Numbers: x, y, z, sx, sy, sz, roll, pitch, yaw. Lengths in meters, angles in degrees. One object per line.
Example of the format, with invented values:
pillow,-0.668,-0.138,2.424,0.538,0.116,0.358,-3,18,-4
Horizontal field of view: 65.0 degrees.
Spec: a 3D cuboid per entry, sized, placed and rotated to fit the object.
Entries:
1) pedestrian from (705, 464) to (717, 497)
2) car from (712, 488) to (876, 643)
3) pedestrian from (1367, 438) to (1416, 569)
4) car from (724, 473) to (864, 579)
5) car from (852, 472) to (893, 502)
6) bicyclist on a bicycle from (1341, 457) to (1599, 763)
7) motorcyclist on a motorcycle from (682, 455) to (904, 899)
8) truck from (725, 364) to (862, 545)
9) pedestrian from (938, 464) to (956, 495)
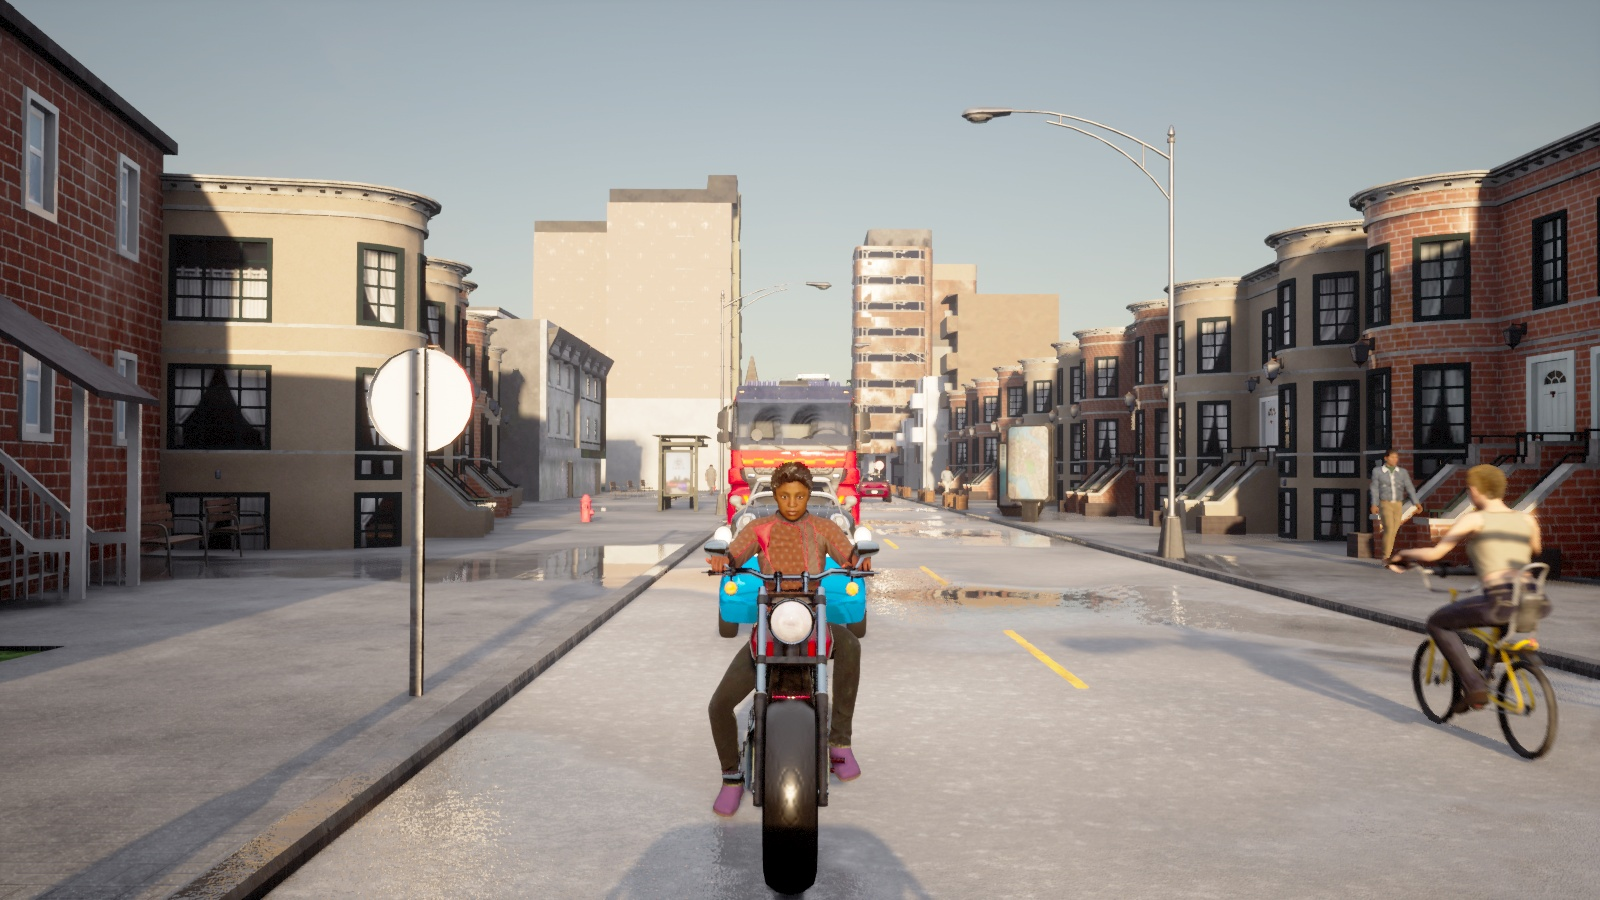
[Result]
pedestrian,-5.197,1.777,73.552,0.659,1.952,0.873,0,-1,-2
car,-0.062,1.078,12.451,1.481,1.376,2.207,0,-1,0
pedestrian,8.978,0.808,19.085,0.423,1.949,0.788,0,-1,6
car,-0.096,1.109,19.632,1.970,1.475,3.806,0,-1,0
car,3.703,1.894,64.483,1.816,1.474,4.193,0,-1,0
bicyclist on a bicycle,3.964,0.860,7.414,0.866,1.612,1.509,0,-1,0
motorcyclist on a motorcycle,-0.031,0.858,5.541,0.766,1.649,2.350,0,-1,0
truck,-0.150,0.167,30.826,2.891,3.827,8.468,0,-1,0
pedestrian,8.737,1.739,74.592,0.874,1.855,0.900,0,-1,-9
